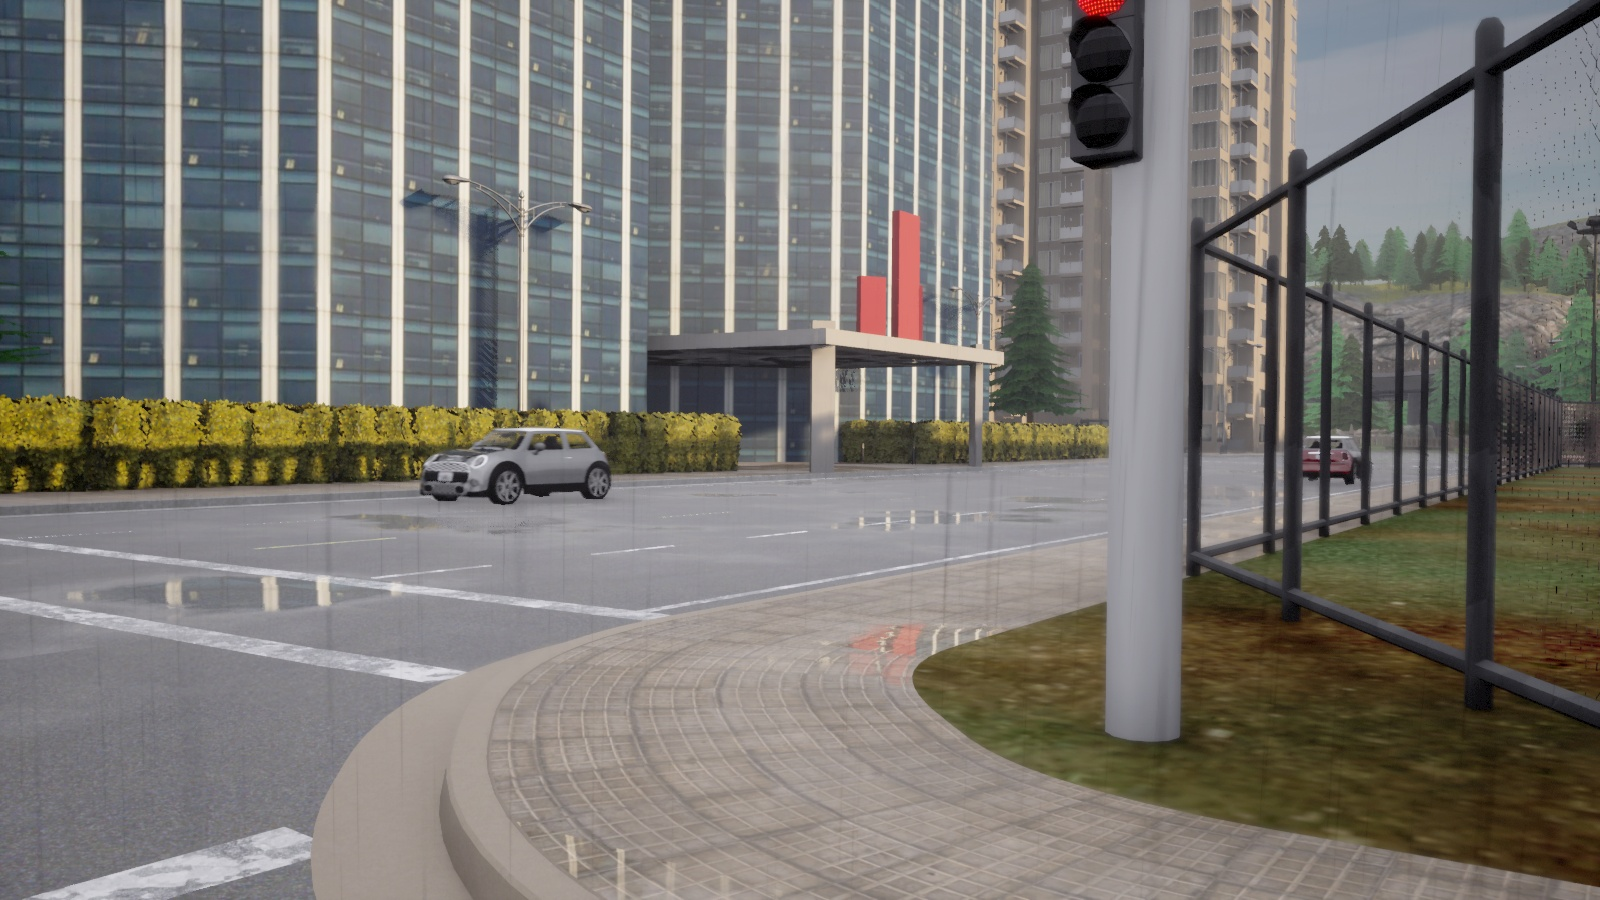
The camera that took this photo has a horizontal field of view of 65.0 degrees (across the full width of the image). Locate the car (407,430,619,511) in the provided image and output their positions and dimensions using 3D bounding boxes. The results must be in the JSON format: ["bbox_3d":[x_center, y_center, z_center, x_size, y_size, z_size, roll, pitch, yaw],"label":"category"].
[{"bbox_3d":[-5.668,0.349,25.194,1.970,1.475,3.806,0,1,34],"label":"car"}]

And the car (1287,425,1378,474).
[{"bbox_3d":[16.931,-0.056,39.856,1.970,1.475,3.806,0,1,34],"label":"car"}]
